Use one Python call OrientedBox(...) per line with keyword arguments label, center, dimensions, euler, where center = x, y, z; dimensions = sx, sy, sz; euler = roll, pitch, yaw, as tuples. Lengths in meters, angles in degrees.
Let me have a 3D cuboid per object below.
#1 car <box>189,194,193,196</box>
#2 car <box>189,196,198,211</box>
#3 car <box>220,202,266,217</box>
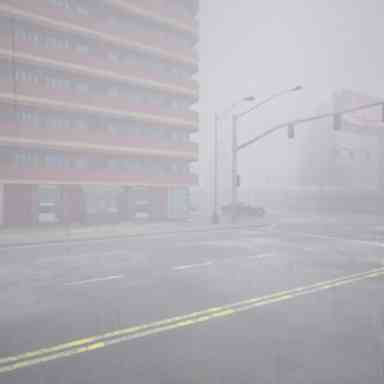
OrientedBox(label="car", center=(-1.669, 1.323, 61.262), dimensions=(2.150, 2.045, 5.566), euler=(0, 0, -34))
OrientedBox(label="car", center=(-1.109, 1.560, 41.321), dimensions=(2.128, 1.511, 4.902), euler=(0, 0, -34))
OrientedBox(label="car", center=(4.923, 1.670, 32.387), dimensions=(1.895, 1.301, 4.718), euler=(0, 0, -34))
